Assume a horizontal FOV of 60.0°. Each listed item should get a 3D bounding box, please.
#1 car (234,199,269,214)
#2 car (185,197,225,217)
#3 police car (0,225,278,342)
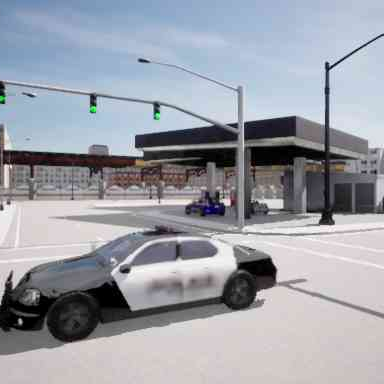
[{"bbox_3d":[5.882,1.452,33.520,1.970,1.475,3.806,0,0,-27],"label":"car"},{"bbox_3d":[1.117,1.291,30.222,2.242,1.667,4.611,0,0,-27],"label":"car"},{"bbox_3d":[-0.830,1.508,6.477,4.974,1.542,2.038,0,0,-26],"label":"police car"}]
